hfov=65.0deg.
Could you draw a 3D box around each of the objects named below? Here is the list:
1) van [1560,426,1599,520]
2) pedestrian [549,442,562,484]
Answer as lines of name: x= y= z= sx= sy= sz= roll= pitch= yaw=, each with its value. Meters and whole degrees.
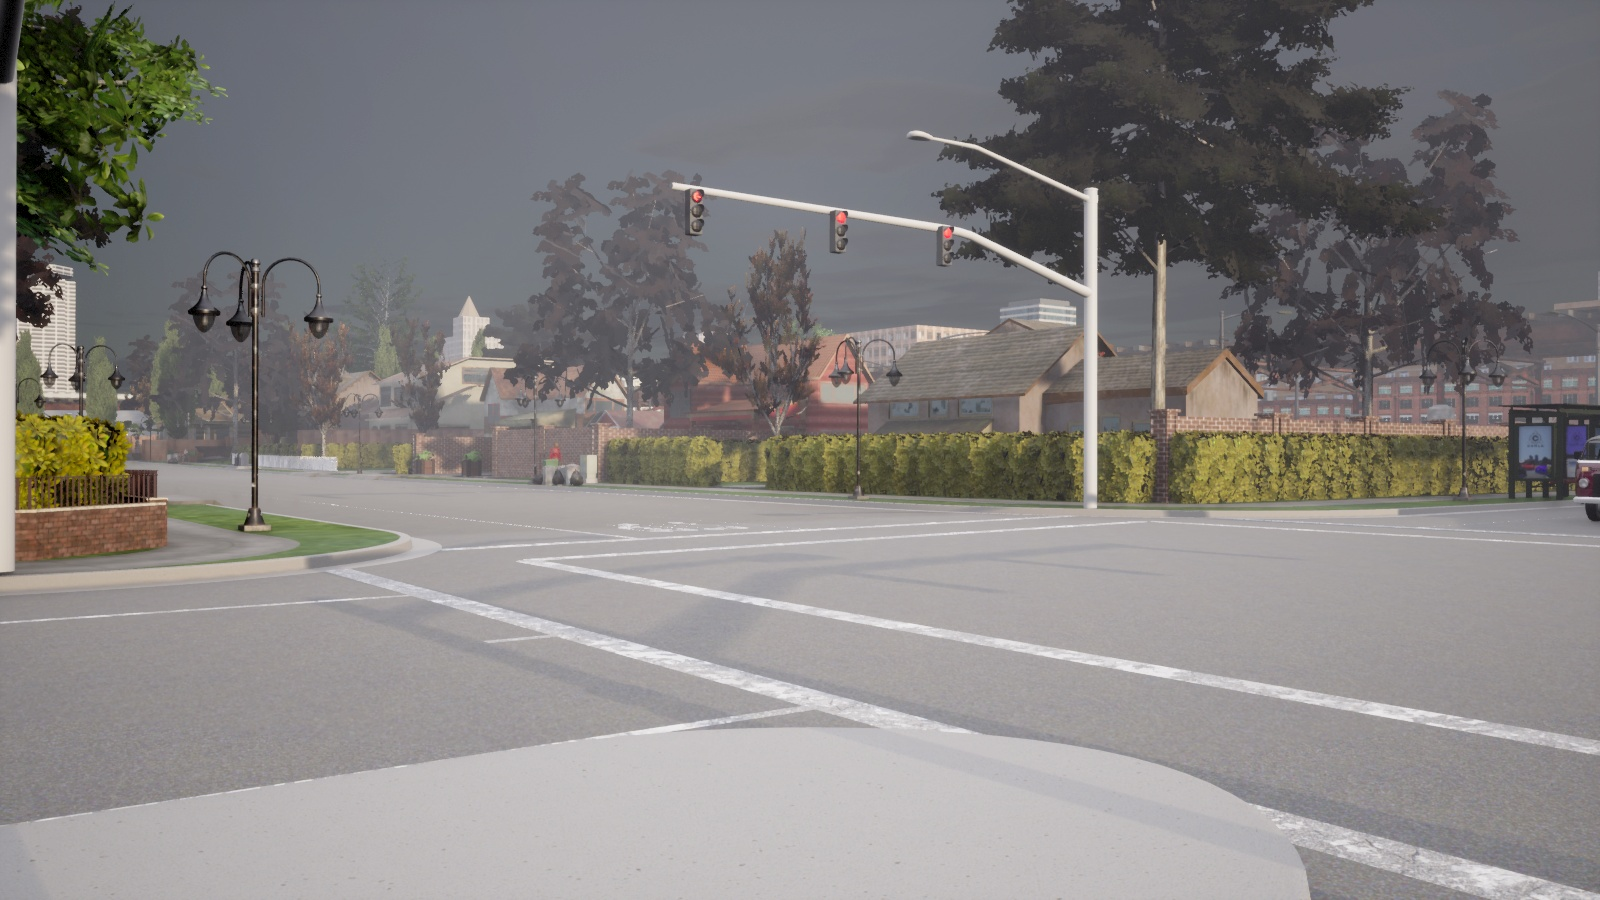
van: x=19.198 y=0.497 z=28.227 sx=4.480 sy=2.038 sz=2.069 roll=0 pitch=0 yaw=-37
pedestrian: x=-10.766 y=0.568 z=55.336 sx=0.331 sy=1.846 sz=0.636 roll=0 pitch=0 yaw=-36
